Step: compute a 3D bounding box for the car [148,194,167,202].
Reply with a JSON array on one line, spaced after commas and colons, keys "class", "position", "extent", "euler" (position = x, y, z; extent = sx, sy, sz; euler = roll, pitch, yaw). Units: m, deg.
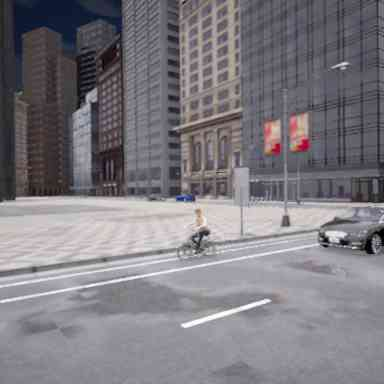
[{"class": "car", "position": [-6.593, 1.129, 62.554], "extent": [2.128, 1.511, 4.902], "euler": [-1, 0, -35]}]

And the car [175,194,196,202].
[{"class": "car", "position": [-1.296, 1.057, 60.283], "extent": [1.882, 1.535, 5.008], "euler": [-1, 0, -35]}]

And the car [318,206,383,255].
[{"class": "car", "position": [6.709, 1.293, 12.415], "extent": [4.902, 1.511, 2.128], "euler": [-1, 1, -35]}]

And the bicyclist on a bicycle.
[{"class": "bicyclist on a bicycle", "position": [0.155, 1.338, 10.577], "extent": [1.509, 1.612, 0.866], "euler": [-1, 1, -37]}]

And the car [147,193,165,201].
[{"class": "car", "position": [-7.516, 1.008, 69.047], "extent": [1.994, 1.385, 4.181], "euler": [-1, 0, -35]}]
